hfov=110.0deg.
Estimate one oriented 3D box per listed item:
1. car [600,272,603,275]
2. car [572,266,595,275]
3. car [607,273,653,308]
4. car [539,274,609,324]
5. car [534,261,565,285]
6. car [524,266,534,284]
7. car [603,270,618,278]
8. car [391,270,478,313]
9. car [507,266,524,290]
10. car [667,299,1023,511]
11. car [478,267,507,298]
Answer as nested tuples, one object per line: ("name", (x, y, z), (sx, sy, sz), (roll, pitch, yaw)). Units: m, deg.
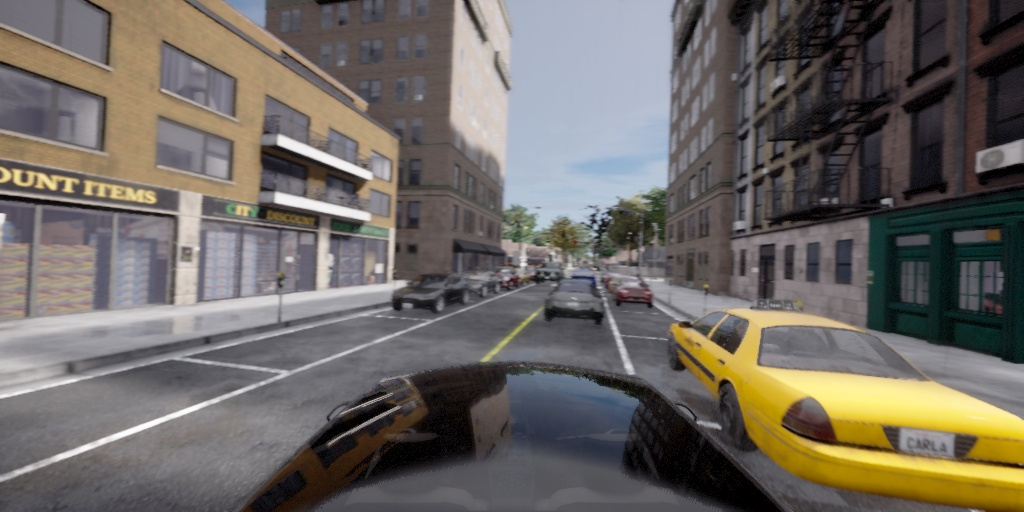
("car", (8.294, 1.972, 28.705), (1.888, 1.381, 4.507), (0, 0, 12))
("car", (5.327, 1.763, 26.873), (1.882, 1.535, 5.008), (2, -1, 12))
("car", (5.942, 1.773, 17.924), (1.802, 1.307, 4.207), (0, 0, 12))
("car", (2.372, 1.555, 13.353), (1.994, 1.385, 4.181), (2, -1, 12))
("car", (3.530, 1.509, 32.380), (2.150, 2.045, 5.566), (2, -1, 13))
("car", (0.423, 1.667, 30.251), (1.751, 1.417, 4.829), (0, 0, 12))
("car", (7.155, 1.834, 23.481), (1.751, 1.417, 4.829), (0, 0, 12))
("car", (-3.069, 1.355, 14.246), (1.948, 1.339, 4.313), (0, 0, 12))
("car", (-0.717, 1.463, 25.027), (1.967, 1.591, 4.097), (0, 0, 12))
("car", (3.573, 1.390, 5.121), (1.801, 1.575, 5.366), (2, -1, 12))
("car", (-1.893, 1.456, 19.636), (2.007, 1.370, 4.403), (0, 0, 12))
